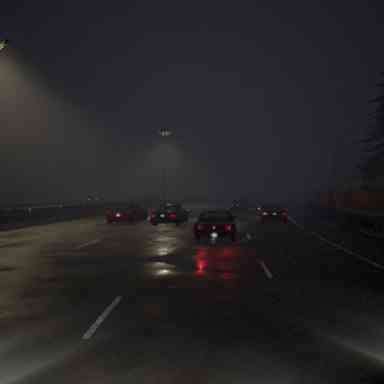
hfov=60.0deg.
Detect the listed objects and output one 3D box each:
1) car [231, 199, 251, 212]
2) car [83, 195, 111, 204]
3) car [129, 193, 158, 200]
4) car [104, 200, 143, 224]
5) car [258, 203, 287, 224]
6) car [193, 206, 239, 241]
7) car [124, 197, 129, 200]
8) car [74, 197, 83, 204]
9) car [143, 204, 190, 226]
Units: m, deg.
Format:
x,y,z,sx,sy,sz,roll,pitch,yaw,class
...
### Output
x,y,z,sx,sy,sz,roll,pitch,yaw,class
5.723,1.511,39.058,2.033,1.411,5.357,0,0,16,car
-15.227,1.259,54.551,2.097,1.767,4.553,0,0,19,car
-7.601,1.140,55.142,2.150,2.045,5.566,0,0,20,car
-4.654,1.526,24.495,1.994,1.385,4.181,0,0,9,car
6.028,1.528,24.986,2.033,1.411,5.357,0,0,10,car
1.246,1.583,16.739,1.895,1.301,4.718,0,0,7,car
-10.305,1.437,57.902,1.812,1.442,4.674,0,0,21,car
-18.052,1.376,57.083,1.882,1.535,5.008,0,0,20,car
-1.411,1.517,23.042,2.033,1.411,5.357,0,0,9,car
